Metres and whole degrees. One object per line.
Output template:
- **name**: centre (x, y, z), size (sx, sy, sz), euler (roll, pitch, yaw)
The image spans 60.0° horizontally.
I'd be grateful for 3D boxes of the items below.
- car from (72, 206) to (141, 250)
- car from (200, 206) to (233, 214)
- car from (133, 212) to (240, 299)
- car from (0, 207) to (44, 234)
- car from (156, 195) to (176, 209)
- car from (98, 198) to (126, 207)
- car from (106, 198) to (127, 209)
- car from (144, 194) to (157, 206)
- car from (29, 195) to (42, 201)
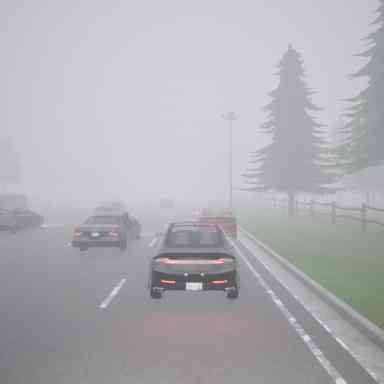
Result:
- **car**: centre (-3.388, 1.547, 14.175), size (2.033, 1.411, 5.357), euler (0, 0, 0)
- **car**: centre (1.240, 1.478, 17.780), size (1.882, 1.535, 5.008), euler (0, 0, 0)
- **car**: centre (0.059, 1.492, 8.439), size (2.128, 1.511, 4.902), euler (0, 0, 0)
- **car**: centre (-10.382, 1.564, 19.397), size (1.994, 1.385, 4.181), euler (0, 0, 0)
- **car**: centre (-3.360, 1.547, 45.826), size (2.033, 1.411, 5.357), euler (0, 0, 0)
- **car**: centre (-6.890, 1.526, 28.062), size (1.812, 1.442, 4.674), euler (0, 0, 0)
- **car**: centre (-10.361, 1.564, 45.807), size (1.994, 1.385, 4.181), euler (0, 0, 0)
- **car**: centre (-6.862, 1.525, 55.260), size (1.812, 1.442, 4.674), euler (0, 0, 0)
- **car**: centre (-38.882, 1.478, 82.474), size (1.882, 1.535, 5.008), euler (0, 0, -44)
